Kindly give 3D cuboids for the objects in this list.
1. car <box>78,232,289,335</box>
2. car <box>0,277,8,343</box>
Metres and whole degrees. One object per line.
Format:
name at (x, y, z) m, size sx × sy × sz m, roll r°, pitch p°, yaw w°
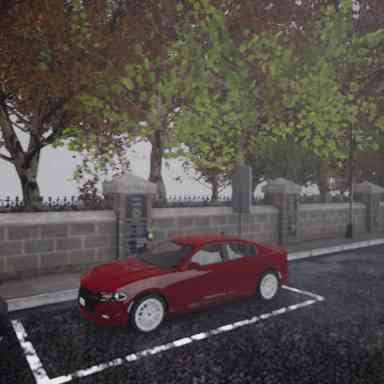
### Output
car at (0.041, 1.548, 6.735) m, size 4.507 × 1.381 × 1.887 m, roll 0°, pitch 0°, yaw -35°
car at (-4.447, 1.549, 3.487) m, size 4.403 × 1.369 × 2.008 m, roll 0°, pitch 0°, yaw -35°
